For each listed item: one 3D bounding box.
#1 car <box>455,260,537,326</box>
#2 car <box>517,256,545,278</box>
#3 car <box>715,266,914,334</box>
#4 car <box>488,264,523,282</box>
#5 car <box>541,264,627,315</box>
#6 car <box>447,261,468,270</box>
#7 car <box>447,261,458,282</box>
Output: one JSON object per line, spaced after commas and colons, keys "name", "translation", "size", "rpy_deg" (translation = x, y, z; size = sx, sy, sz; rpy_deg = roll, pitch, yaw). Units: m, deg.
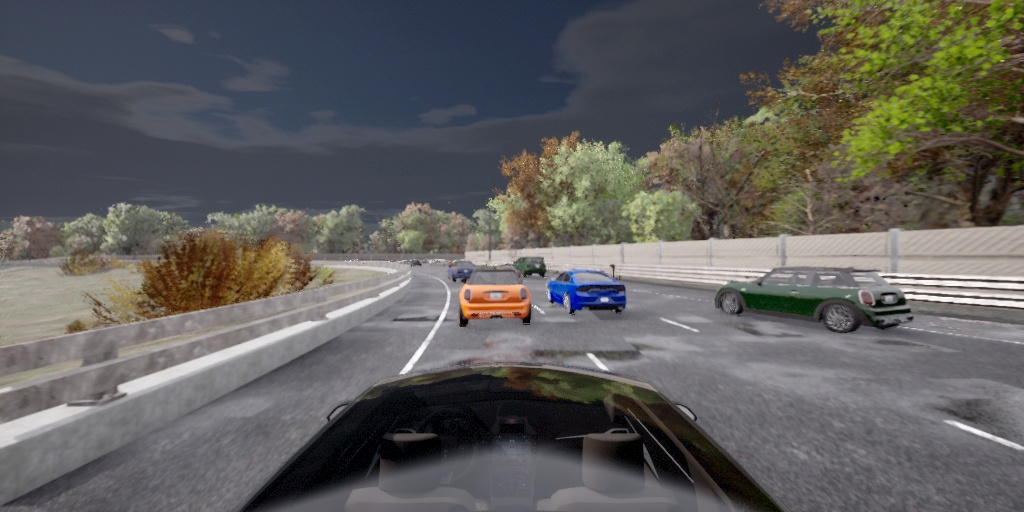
{"name": "car", "translation": [-0.659, 1.137, 12.080], "size": [2.097, 1.767, 4.553], "rpy_deg": [0, 0, -6]}
{"name": "car", "translation": [1.517, 1.068, 35.484], "size": [2.150, 2.045, 5.566], "rpy_deg": [0, 0, -18]}
{"name": "car", "translation": [8.662, 1.092, 10.917], "size": [2.097, 1.767, 4.553], "rpy_deg": [0, 0, -20]}
{"name": "car", "translation": [-0.652, 1.405, 30.648], "size": [1.994, 1.385, 4.181], "rpy_deg": [0, 0, -16]}
{"name": "car", "translation": [2.664, 1.253, 13.865], "size": [1.882, 1.535, 5.008], "rpy_deg": [0, 0, -7]}
{"name": "car", "translation": [-8.950, 1.564, 58.789], "size": [1.895, 1.301, 4.718], "rpy_deg": [0, 0, -30]}
{"name": "car", "translation": [-4.255, 1.209, 30.478], "size": [2.097, 1.767, 4.553], "rpy_deg": [0, 0, -16]}
